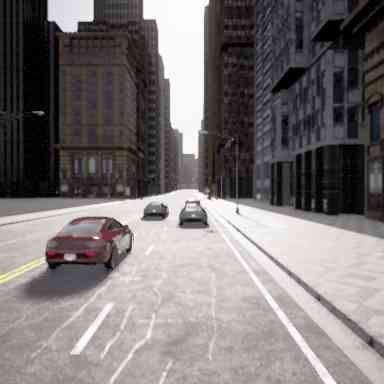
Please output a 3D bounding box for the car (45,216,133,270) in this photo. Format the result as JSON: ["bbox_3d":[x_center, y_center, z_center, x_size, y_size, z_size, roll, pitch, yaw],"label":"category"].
[{"bbox_3d":[-3.151,1.509,10.895,1.812,1.442,4.674,0,0,0],"label":"car"}]

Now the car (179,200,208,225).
[{"bbox_3d":[0.098,1.533,24.018,1.994,1.385,4.181,0,0,0],"label":"car"}]

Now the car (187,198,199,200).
[{"bbox_3d":[0.098,1.444,41.860,2.128,1.511,4.902,0,0,0],"label":"car"}]

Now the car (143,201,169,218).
[{"bbox_3d":[-3.151,1.527,29.694,1.994,1.385,4.181,0,0,0],"label":"car"}]
